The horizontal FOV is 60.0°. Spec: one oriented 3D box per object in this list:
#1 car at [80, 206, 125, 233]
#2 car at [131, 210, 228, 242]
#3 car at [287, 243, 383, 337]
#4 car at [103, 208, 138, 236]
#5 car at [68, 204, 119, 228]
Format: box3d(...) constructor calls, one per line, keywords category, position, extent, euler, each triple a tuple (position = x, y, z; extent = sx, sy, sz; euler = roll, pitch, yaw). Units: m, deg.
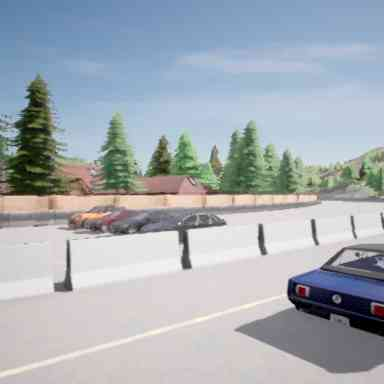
box3d(category="car", position=(-4.670, 1.905, 22.232), extent=(4.674, 1.442, 1.812), euler=(0, -1, -39))
box3d(category="car", position=(-0.312, 1.778, 16.755), extent=(4.892, 1.490, 1.837), euler=(0, -1, -39))
box3d(category="car", position=(3.989, 1.661, 6.402), extent=(4.718, 1.301, 1.895), euler=(0, -1, -38))
box3d(category="car", position=(-2.496, 1.825, 19.491), extent=(4.674, 1.442, 1.812), euler=(0, -1, -38))
box3d(category="car", position=(-6.827, 1.807, 24.991), extent=(4.553, 1.767, 2.097), euler=(0, -1, -39))
